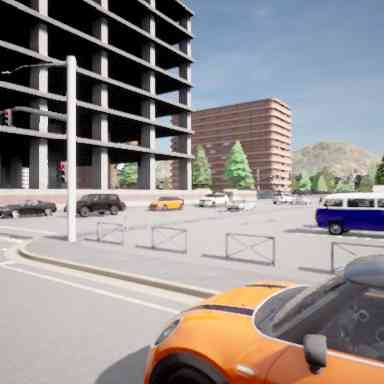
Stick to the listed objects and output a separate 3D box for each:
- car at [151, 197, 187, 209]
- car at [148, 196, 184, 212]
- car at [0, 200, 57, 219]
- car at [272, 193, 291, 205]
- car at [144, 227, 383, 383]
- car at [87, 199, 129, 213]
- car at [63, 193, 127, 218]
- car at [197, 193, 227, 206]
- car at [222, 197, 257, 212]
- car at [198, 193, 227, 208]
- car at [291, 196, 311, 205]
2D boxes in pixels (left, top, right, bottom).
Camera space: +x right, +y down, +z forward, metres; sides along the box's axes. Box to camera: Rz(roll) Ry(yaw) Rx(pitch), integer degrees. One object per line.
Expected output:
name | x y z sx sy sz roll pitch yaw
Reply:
car | -3.013 1.421 44.627 2.128 1.511 4.902 0 0 35
car | -3.008 1.283 38.585 2.097 1.767 4.553 0 0 35
car | -14.210 1.421 28.849 2.128 1.511 4.902 0 0 36
car | 16.171 1.154 59.271 2.150 2.045 5.566 0 0 35
car | 1.740 1.351 2.752 4.553 1.767 2.097 0 0 36
car | -9.054 1.493 36.113 1.994 1.385 4.181 0 0 35
car | -8.901 1.153 30.269 2.150 2.045 5.566 0 0 35
car | 3.210 1.150 53.339 2.150 2.045 5.566 0 0 36
car | 5.799 1.535 38.569 1.895 1.301 4.718 0 0 35
car | 3.086 1.152 47.157 2.150 2.045 5.566 0 0 36
car | 19.179 1.459 57.486 1.812 1.442 4.674 0 0 35
